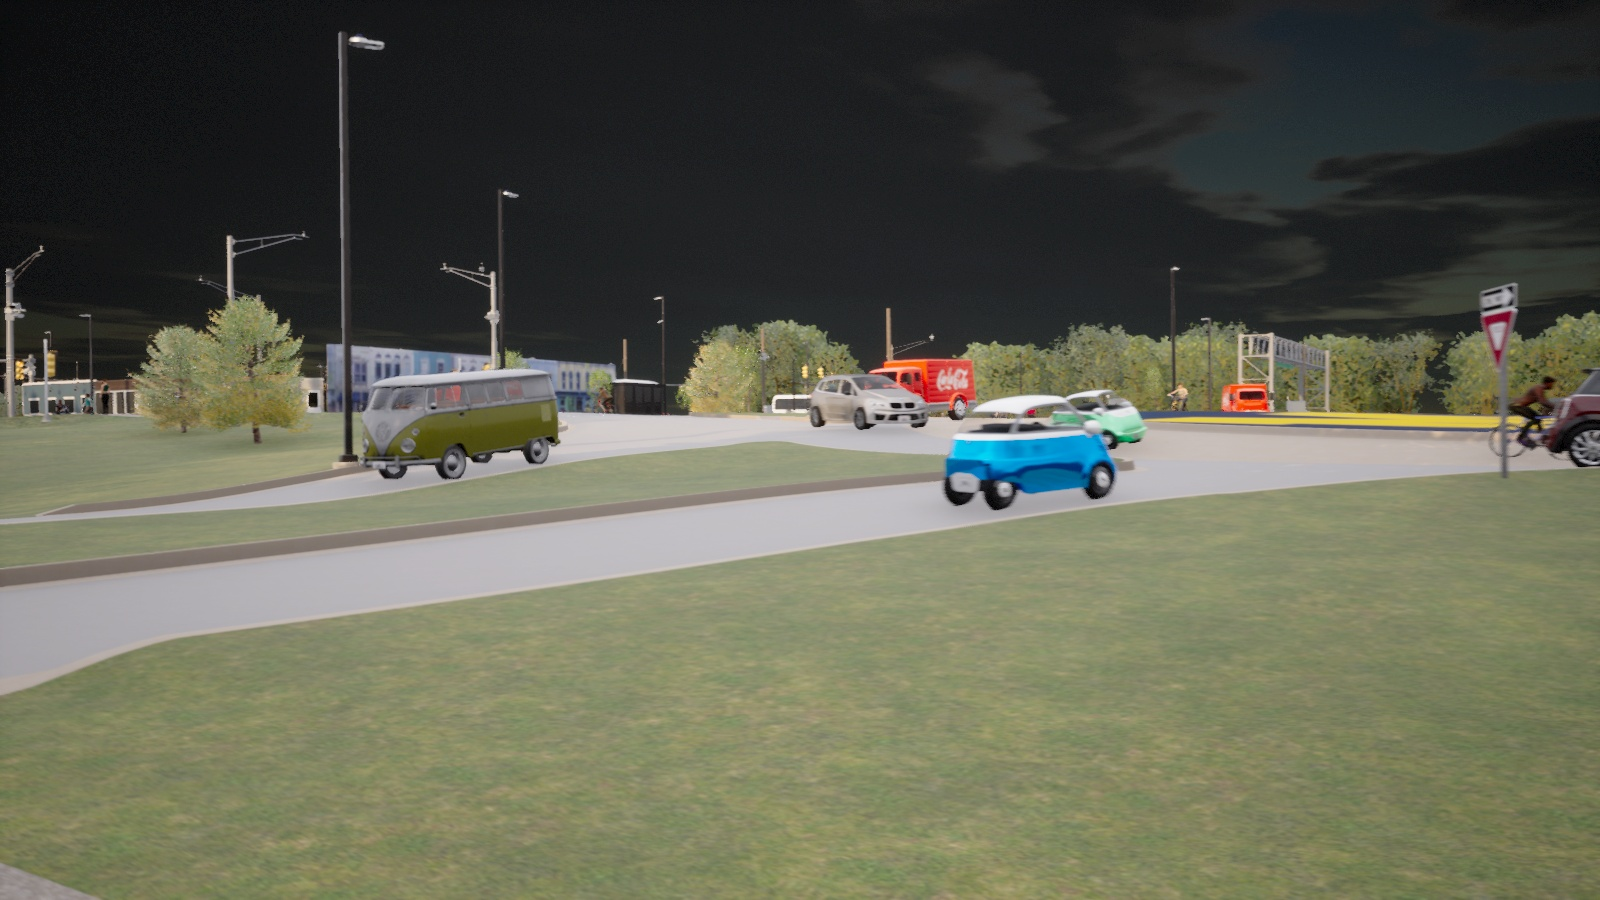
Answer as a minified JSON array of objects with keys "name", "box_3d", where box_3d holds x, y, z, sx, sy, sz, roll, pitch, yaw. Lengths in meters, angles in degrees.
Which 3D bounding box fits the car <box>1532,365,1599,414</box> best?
[{"name":"car","box_3d":[31.952,-2.403,50.573,3.866,1.878,1.905,3,1,45]}]

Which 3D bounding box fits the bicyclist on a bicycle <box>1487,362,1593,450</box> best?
[{"name":"bicyclist on a bicycle","box_3d":[14.308,-0.867,24.302,1.656,1.620,0.582,3,7,39]}]

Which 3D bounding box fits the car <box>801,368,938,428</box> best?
[{"name":"car","box_3d":[2.075,-1.624,38.944,2.242,1.667,4.611,-3,4,-26]}]

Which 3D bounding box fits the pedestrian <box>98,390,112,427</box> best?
[{"name":"pedestrian","box_3d":[-35.147,-2.089,63.504,0.594,1.836,0.345,-2,0,33]}]

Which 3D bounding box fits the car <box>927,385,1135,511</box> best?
[{"name":"car","box_3d":[3.013,-0.078,16.360,2.207,1.376,1.481,-7,5,-35]}]

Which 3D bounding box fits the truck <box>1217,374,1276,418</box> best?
[{"name":"truck","box_3d":[26.986,-3.237,76.005,2.627,2.467,5.204,-2,1,12]}]

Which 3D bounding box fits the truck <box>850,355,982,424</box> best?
[{"name":"truck","box_3d":[4.688,-2.453,50.146,2.627,2.467,5.204,-1,3,40]}]

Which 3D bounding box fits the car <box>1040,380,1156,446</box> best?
[{"name":"car","box_3d":[7.238,-0.899,30.546,2.207,1.376,1.481,0,9,43]}]

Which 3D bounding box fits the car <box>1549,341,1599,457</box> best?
[{"name":"car","box_3d":[14.125,-0.794,19.106,4.553,1.767,2.097,0,0,34]}]

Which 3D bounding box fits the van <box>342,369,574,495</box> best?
[{"name":"van","box_3d":[-6.616,-0.434,24.878,1.775,1.987,4.442,-1,6,26]}]
